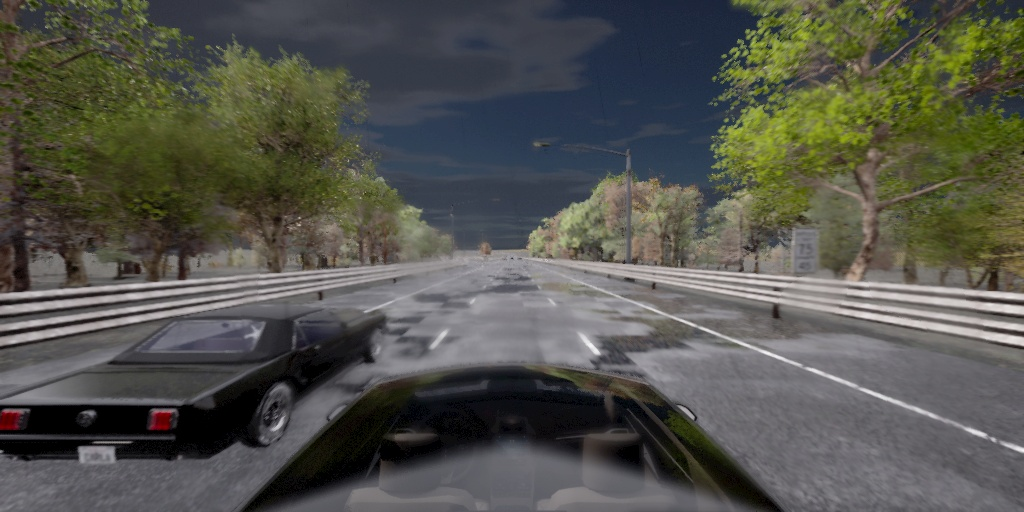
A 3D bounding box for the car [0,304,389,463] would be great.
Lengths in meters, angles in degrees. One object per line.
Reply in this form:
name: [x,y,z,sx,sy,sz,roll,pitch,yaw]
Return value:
car: [-3.401,1.352,5.166,1.895,1.301,4.718,0,0,0]
